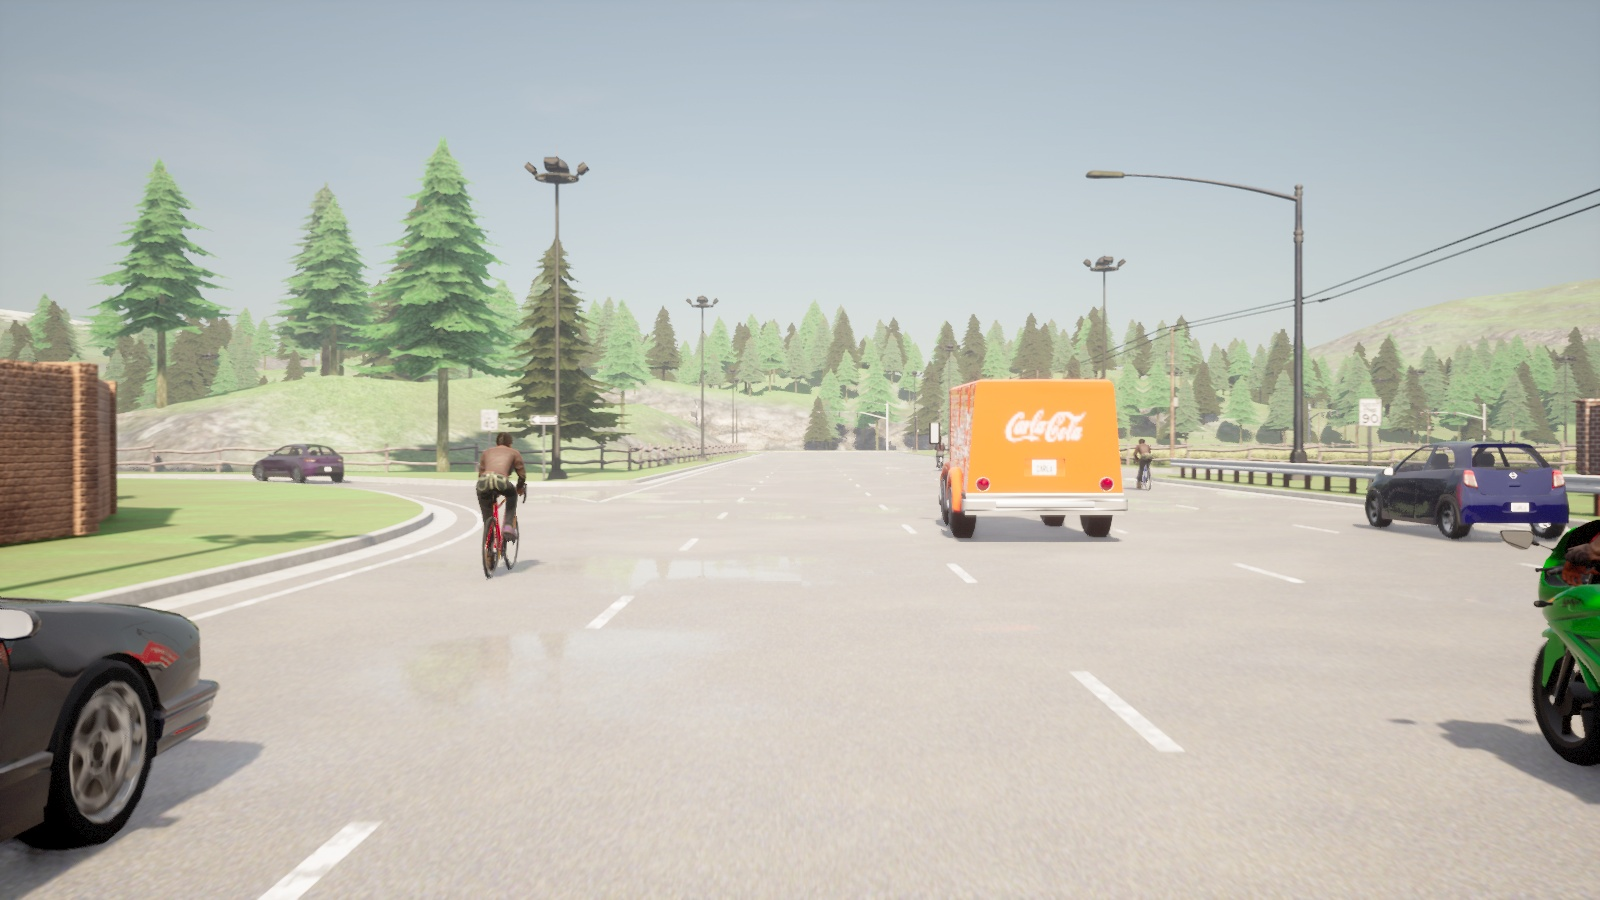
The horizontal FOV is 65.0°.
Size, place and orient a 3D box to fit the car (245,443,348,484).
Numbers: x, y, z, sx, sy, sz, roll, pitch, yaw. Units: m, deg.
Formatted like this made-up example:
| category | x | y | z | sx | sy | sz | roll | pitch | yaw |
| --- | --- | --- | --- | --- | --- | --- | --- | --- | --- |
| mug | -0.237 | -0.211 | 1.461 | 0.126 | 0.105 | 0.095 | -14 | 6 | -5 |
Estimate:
| category | x | y | z | sx | sy | sz | roll | pitch | yaw |
| --- | --- | --- | --- | --- | --- | --- | --- | --- | --- |
| car | -19.082 | 0.477 | 47.531 | 4.193 | 1.474 | 1.816 | 0 | 0 | 39 |

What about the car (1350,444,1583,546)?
| category | x | y | z | sx | sy | sz | roll | pitch | yaw |
| --- | --- | --- | --- | --- | --- | --- | --- | --- | --- |
| car | 10.628 | 0.654 | 20.343 | 1.845 | 1.501 | 3.633 | 0 | 0 | 0 |

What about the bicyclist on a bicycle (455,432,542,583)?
| category | x | y | z | sx | sy | sz | roll | pitch | yaw |
| --- | --- | --- | --- | --- | --- | --- | --- | --- | --- |
| bicyclist on a bicycle | -3.407 | 0.616 | 14.304 | 0.582 | 1.620 | 1.656 | 0 | 0 | 0 |

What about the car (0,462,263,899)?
| category | x | y | z | sx | sy | sz | roll | pitch | yaw |
| --- | --- | --- | --- | --- | --- | --- | --- | --- | --- |
| car | -3.467 | 0.774 | 3.036 | 2.033 | 1.411 | 5.357 | 0 | 0 | 0 |

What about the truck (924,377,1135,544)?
| category | x | y | z | sx | sy | sz | roll | pitch | yaw |
| --- | --- | --- | --- | --- | --- | --- | --- | --- | --- |
| truck | 3.633 | 0.143 | 21.100 | 2.627 | 2.467 | 5.204 | 0 | 0 | 0 |

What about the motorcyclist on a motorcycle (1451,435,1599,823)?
| category | x | y | z | sx | sy | sz | roll | pitch | yaw |
| --- | --- | --- | --- | --- | --- | --- | --- | --- | --- |
| motorcyclist on a motorcycle | 3.543 | 0.703 | 5.049 | 0.797 | 1.523 | 2.044 | 0 | 0 | 0 |
